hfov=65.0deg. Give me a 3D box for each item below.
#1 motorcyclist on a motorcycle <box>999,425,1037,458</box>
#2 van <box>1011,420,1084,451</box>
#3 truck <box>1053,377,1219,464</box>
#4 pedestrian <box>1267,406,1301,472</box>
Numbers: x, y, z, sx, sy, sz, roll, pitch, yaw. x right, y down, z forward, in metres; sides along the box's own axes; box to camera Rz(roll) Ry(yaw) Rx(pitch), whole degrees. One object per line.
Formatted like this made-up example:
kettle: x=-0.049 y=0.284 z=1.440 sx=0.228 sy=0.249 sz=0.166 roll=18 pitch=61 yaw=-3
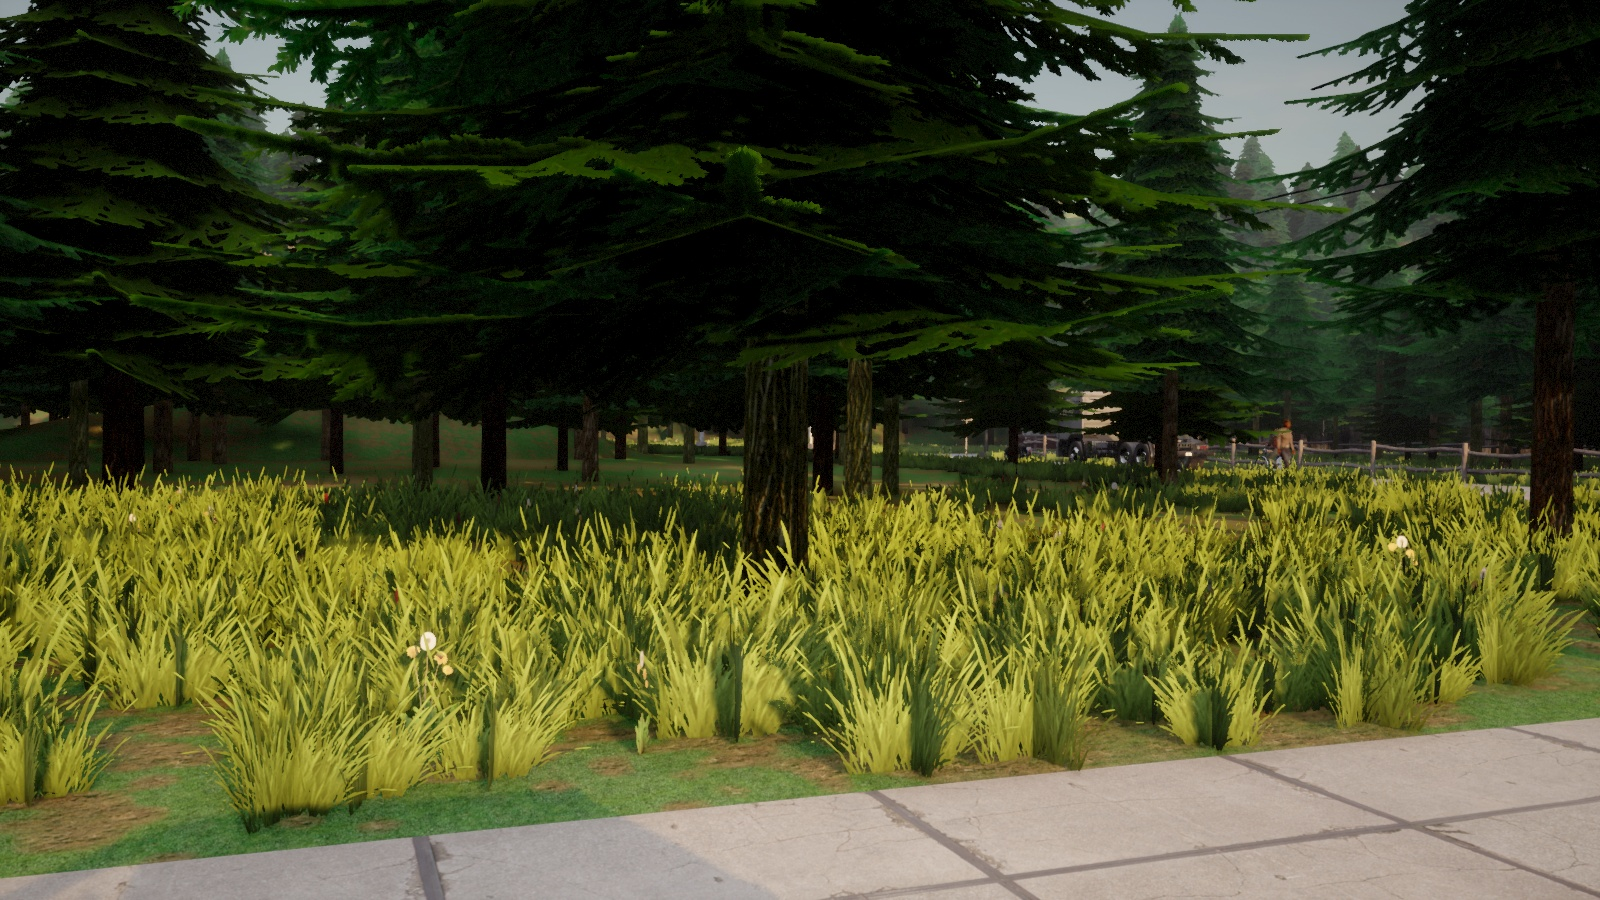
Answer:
motorcyclist on a motorcycle: x=10.977 y=-0.428 z=63.368 sx=0.766 sy=1.649 sz=2.350 roll=-1 pitch=1 yaw=-21
van: x=16.359 y=-0.977 z=83.046 sx=4.442 sy=1.987 sz=1.775 roll=-1 pitch=1 yaw=-22
truck: x=14.276 y=-1.246 z=54.160 sx=2.891 sy=3.462 sz=7.936 roll=-1 pitch=1 yaw=-20
pedestrian: x=13.406 y=-0.296 z=34.803 sx=0.328 sy=1.805 sz=0.869 roll=-1 pitch=1 yaw=-28
